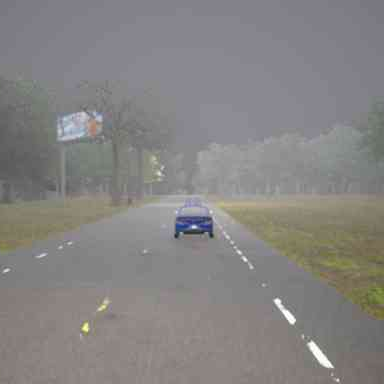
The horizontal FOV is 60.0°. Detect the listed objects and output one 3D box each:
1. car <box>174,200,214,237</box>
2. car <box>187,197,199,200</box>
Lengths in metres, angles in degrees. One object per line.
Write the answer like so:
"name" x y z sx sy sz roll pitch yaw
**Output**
"car" 0.099 1.421 17.670 1.882 1.535 5.008 0 1 0
"car" 0.099 1.290 37.521 2.033 1.411 5.357 0 1 0
